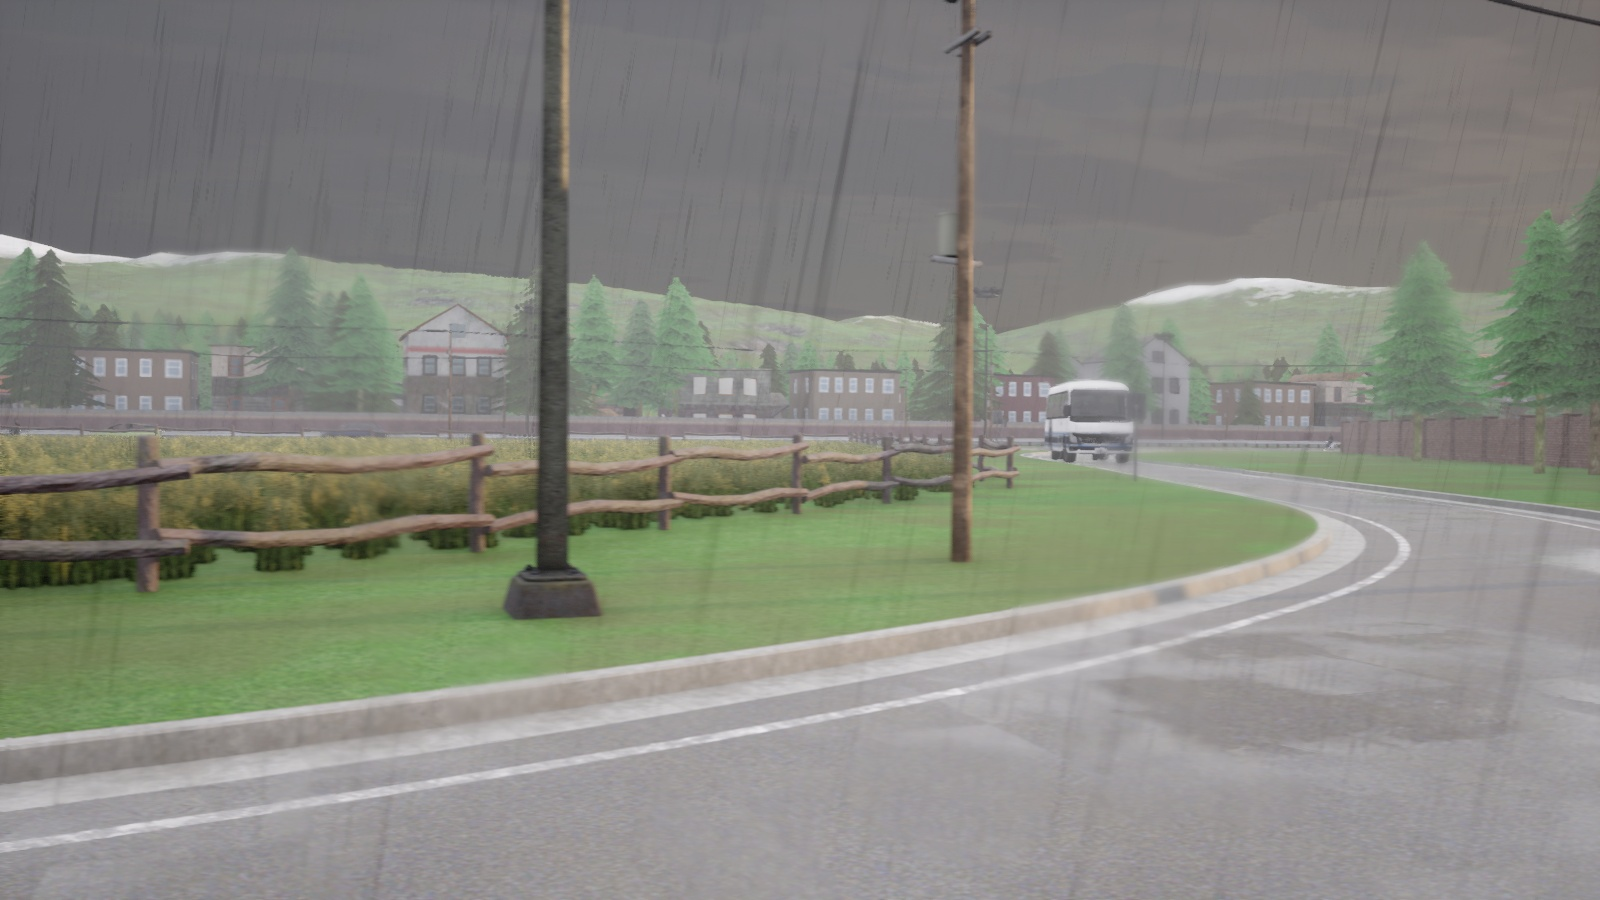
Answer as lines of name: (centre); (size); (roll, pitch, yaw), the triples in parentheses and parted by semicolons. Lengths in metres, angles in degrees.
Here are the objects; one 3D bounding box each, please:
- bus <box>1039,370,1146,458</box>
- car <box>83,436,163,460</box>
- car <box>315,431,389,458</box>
bus: (15.305, -1.829, 66.700); (3.944, 4.253, 10.273); (-1, 1, 4)
car: (-45.939, -0.146, 85.262); (4.514, 1.525, 2.007); (-1, 1, -21)
car: (-29.899, -0.384, 83.793); (4.553, 1.767, 2.097); (-1, 1, -21)
